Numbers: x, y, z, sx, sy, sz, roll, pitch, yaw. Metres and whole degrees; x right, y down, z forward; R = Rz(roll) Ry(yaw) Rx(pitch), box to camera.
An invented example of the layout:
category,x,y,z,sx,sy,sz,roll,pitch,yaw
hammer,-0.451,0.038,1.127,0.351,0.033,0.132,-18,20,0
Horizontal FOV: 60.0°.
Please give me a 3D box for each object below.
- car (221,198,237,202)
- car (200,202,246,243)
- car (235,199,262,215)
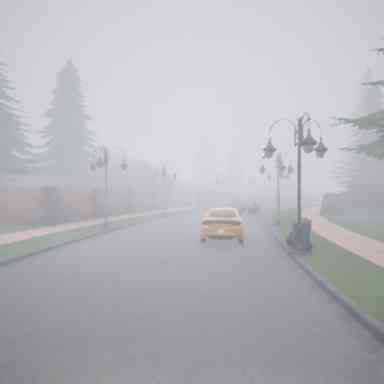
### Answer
category,x,y,z,sx,sy,sz,roll,pitch,yaw
car,4.721,1.538,41.173,1.837,1.490,4.892,0,-1,23
car,1.570,1.489,16.256,1.882,1.535,5.008,0,0,9
car,6.116,1.635,34.625,1.895,1.301,4.718,0,0,19
